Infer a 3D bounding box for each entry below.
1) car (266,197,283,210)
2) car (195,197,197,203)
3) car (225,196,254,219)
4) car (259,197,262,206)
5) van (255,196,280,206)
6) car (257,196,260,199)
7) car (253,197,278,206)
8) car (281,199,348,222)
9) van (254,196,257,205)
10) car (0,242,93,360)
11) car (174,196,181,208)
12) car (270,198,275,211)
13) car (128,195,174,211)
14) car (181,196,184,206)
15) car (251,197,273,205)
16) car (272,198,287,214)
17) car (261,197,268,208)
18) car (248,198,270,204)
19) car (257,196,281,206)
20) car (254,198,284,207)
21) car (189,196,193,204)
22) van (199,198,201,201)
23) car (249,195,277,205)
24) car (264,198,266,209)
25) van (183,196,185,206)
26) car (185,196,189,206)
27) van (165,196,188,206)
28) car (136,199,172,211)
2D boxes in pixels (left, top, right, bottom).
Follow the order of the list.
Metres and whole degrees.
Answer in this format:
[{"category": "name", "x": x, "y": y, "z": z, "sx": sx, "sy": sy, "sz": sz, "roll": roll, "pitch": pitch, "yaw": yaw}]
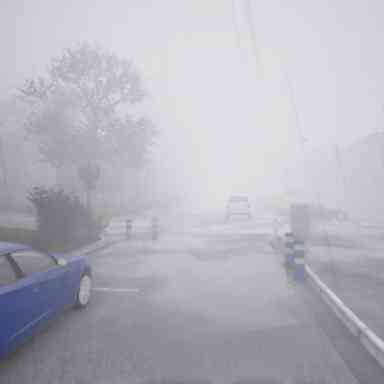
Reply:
[{"category": "car", "x": 11.841, "y": 1.722, "z": 38.924, "sx": 5.366, "sy": 1.575, "sz": 1.946, "roll": 1, "pitch": -1, "yaw": -13}, {"category": "car", "x": -1.965, "y": 2.097, "z": 75.987, "sx": 4.674, "sy": 1.452, "sz": 2.002, "roll": 0, "pitch": -1, "yaw": -13}, {"category": "car", "x": 4.202, "y": 1.343, "z": 30.134, "sx": 2.150, "sy": 2.045, "sz": 5.566, "roll": 0, "pitch": -1, "yaw": 8}, {"category": "car", "x": 12.648, "y": 1.833, "z": 47.609, "sx": 4.792, "sy": 1.488, "sz": 2.163, "roll": 1, "pitch": 0, "yaw": -13}, {"category": "van", "x": 14.823, "y": 1.760, "z": 65.135, "sx": 4.442, "sy": 1.987, "sz": 1.878, "roll": 1, "pitch": -1, "yaw": -13}, {"category": "car", "x": 13.387, "y": 1.735, "z": 53.451, "sx": 4.553, "sy": 1.767, "sz": 2.185, "roll": 1, "pitch": 0, "yaw": -13}, {"category": "car", "x": 15.017, "y": 1.891, "z": 68.013, "sx": 4.553, "sy": 1.767, "sz": 2.185, "roll": 1, "pitch": -1, "yaw": -13}, {"category": "car", "x": 10.306, "y": 1.613, "z": 27.223, "sx": 4.892, "sy": 1.521, "sz": 2.231, "roll": 1, "pitch": -1, "yaw": -13}, {"category": "van", "x": 13.923, "y": 1.691, "z": 59.245, "sx": 4.442, "sy": 1.987, "sz": 1.878, "roll": 1, "pitch": 0, "yaw": -13}, {"category": "car", "x": -3.119, "y": 1.464, "z": 4.883, "sx": 2.097, "sy": 1.535, "sz": 5.008, "roll": 0, "pitch": 0, "yaw": 5}, {"category": "car", "x": -4.652, "y": 1.670, "z": 52.598, "sx": 4.553, "sy": 1.767, "sz": 2.185, "roll": 0, "pitch": 0, "yaw": -13}, {"category": "car", "x": 11.326, "y": 1.734, "z": 35.959, "sx": 4.674, "sy": 1.452, "sz": 2.002, "roll": 1, "pitch": 0, "yaw": -13}, {"category": "car", "x": -5.674, "y": 1.462, "z": 43.829, "sx": 5.566, "sy": 2.045, "sz": 2.435, "roll": 0, "pitch": -1, "yaw": -13}, {"category": "car", "x": -4.368, "y": 1.855, "z": 55.506, "sx": 4.792, "sy": 1.488, "sz": 2.163, "roll": 0, "pitch": 0, "yaw": -13}, {"category": "car", "x": 16.096, "y": 2.003, "z": 76.756, "sx": 4.553, "sy": 1.767, "sz": 2.185, "roll": 1, "pitch": 0, "yaw": -13}, {"category": "car", "x": 10.993, "y": 1.668, "z": 33.045, "sx": 4.892, "sy": 1.521, "sz": 2.231, "roll": 1, "pitch": 0, "yaw": -13}, {"category": "car", "x": 12.349, "y": 1.778, "z": 44.699, "sx": 4.892, "sy": 1.521, "sz": 2.231, "roll": 1, "pitch": 0, "yaw": -13}, {"category": "car", "x": 17.256, "y": 2.251, "z": 85.541, "sx": 5.366, "sy": 1.575, "sz": 1.946, "roll": 1, "pitch": -1, "yaw": -13}, {"category": "car", "x": 13.022, "y": 1.833, "z": 50.532, "sx": 4.892, "sy": 1.521, "sz": 2.231, "roll": 1, "pitch": 0, "yaw": -13}, {"category": "car", "x": 14.363, "y": 1.951, "z": 62.189, "sx": 5.008, "sy": 1.535, "sz": 2.097, "roll": 1, "pitch": -1, "yaw": -13}, {"category": "car", "x": -3.141, "y": 1.912, "z": 64.333, "sx": 5.366, "sy": 1.575, "sz": 1.946, "roll": 0, "pitch": -1, "yaw": -13}, {"category": "van", "x": -0.832, "y": 1.950, "z": 84.793, "sx": 4.442, "sy": 1.987, "sz": 1.878, "roll": 0, "pitch": -1, "yaw": -13}, {"category": "car", "x": 15.753, "y": 1.840, "z": 73.855, "sx": 5.566, "sy": 2.045, "sz": 2.435, "roll": 1, "pitch": -1, "yaw": -13}, {"category": "car", "x": 12.002, "y": 1.789, "z": 41.789, "sx": 4.674, "sy": 1.452, "sz": 2.002, "roll": 1, "pitch": 0, "yaw": -13}, {"category": "van", "x": -4.112, "y": 1.629, "z": 58.408, "sx": 4.442, "sy": 1.987, "sz": 1.878, "roll": 0, "pitch": 0, "yaw": -13}, {"category": "car", "x": -3.653, "y": 1.885, "z": 61.362, "sx": 4.892, "sy": 1.521, "sz": 2.231, "roll": 0, "pitch": 0, "yaw": -13}, {"category": "van", "x": -3.096, "y": 1.725, "z": 67.185, "sx": 4.442, "sy": 1.987, "sz": 1.878, "roll": 0, "pitch": 0, "yaw": -13}, {"category": "car", "x": -5.386, "y": 1.771, "z": 46.730, "sx": 4.792, "sy": 1.488, "sz": 2.163, "roll": 0, "pitch": 0, "yaw": -13}]
